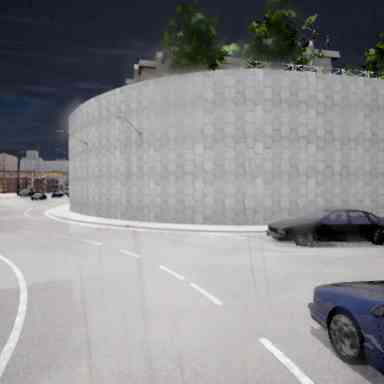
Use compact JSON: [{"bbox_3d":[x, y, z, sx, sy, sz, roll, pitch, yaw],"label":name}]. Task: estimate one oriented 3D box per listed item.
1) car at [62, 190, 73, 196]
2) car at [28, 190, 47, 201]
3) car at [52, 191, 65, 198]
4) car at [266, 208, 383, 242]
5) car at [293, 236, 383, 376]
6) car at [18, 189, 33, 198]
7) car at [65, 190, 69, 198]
[{"bbox_3d":[-33.422,0.281,89.372,1.837,1.490,4.892,0,1,-11],"label":"car"},{"bbox_3d":[-27.933,0.852,60.920,1.994,1.385,4.181,0,1,-11],"label":"car"},{"bbox_3d":[-31.064,0.649,76.966,1.994,1.385,4.181,0,1,-11],"label":"car"},{"bbox_3d":[5.813,1.377,13.440,5.357,1.411,2.033,0,1,-4],"label":"car"},{"bbox_3d":[3.120,1.509,2.780,2.033,1.411,5.357,0,1,-10],"label":"car"},{"bbox_3d":[-38.158,0.331,76.795,2.150,2.045,5.566,0,1,-11],"label":"car"},{"bbox_3d":[-27.638,0.376,77.680,2.097,1.767,4.553,0,1,-11],"label":"car"}]
